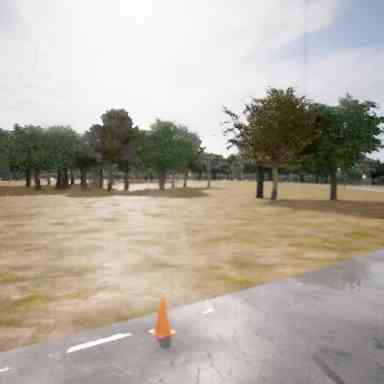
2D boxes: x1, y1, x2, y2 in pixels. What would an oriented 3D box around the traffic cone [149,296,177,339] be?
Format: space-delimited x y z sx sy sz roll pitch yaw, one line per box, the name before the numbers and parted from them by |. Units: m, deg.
traffic cone | -0.471 1.965 5.342 0.340 0.580 0.340 0 0 -37
